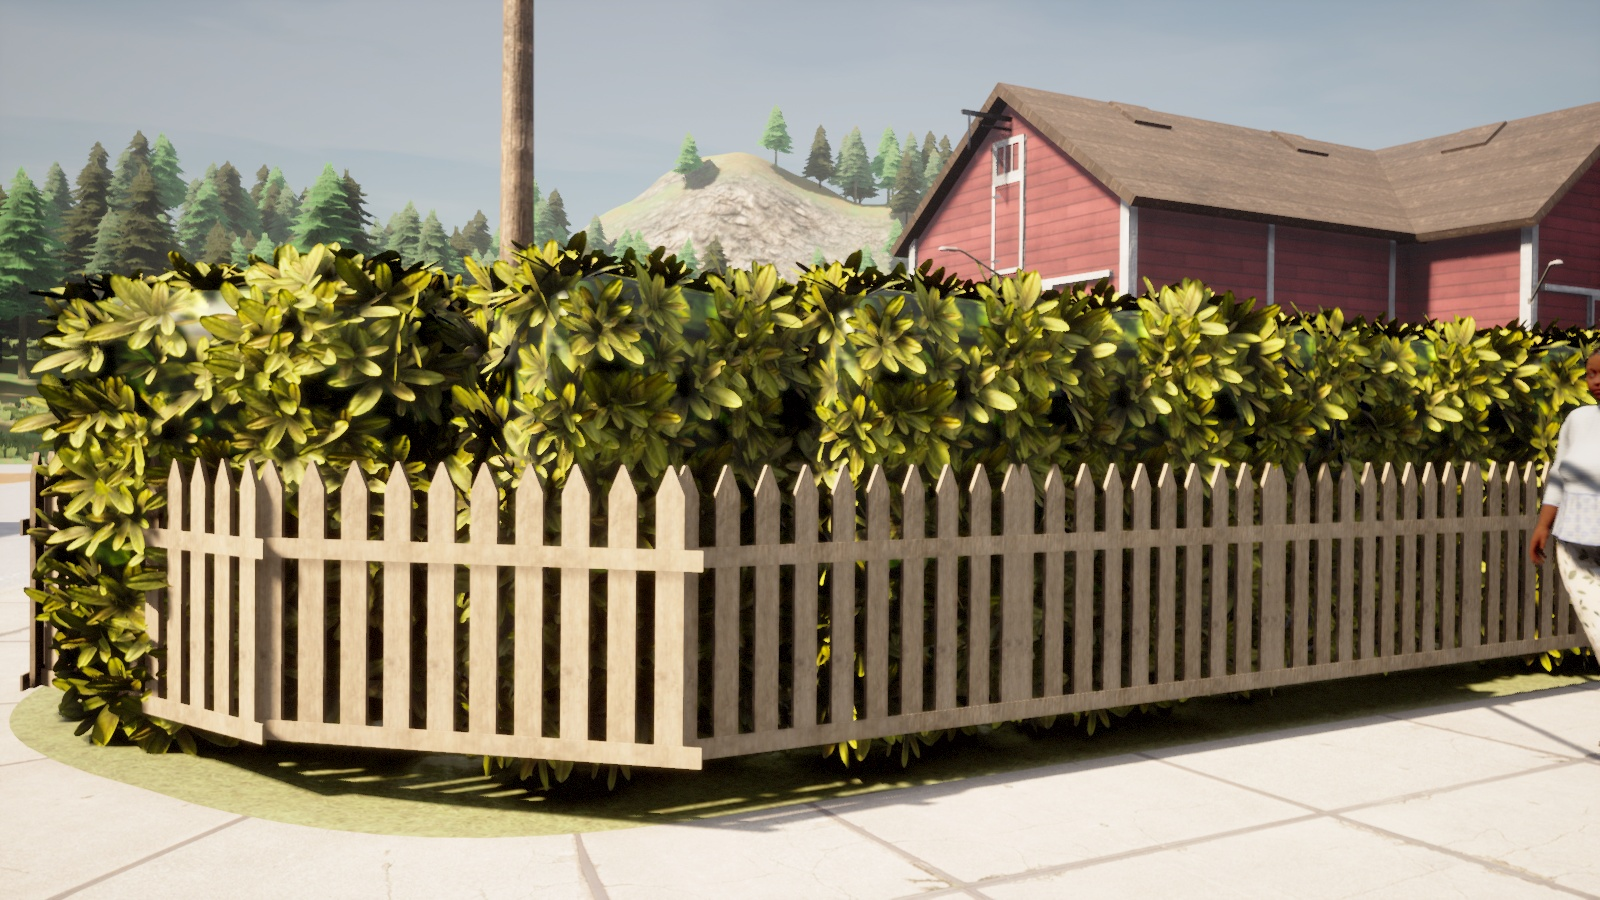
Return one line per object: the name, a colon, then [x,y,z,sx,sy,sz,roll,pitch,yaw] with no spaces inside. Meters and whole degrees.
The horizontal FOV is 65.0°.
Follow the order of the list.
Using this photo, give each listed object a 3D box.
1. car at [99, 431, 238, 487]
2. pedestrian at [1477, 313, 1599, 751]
car: [-19.142,0.283,37.955,5.366,1.575,1.801,-1,0,41]
pedestrian: [3.728,0.343,5.623,0.900,1.855,0.874,-1,1,-29]
